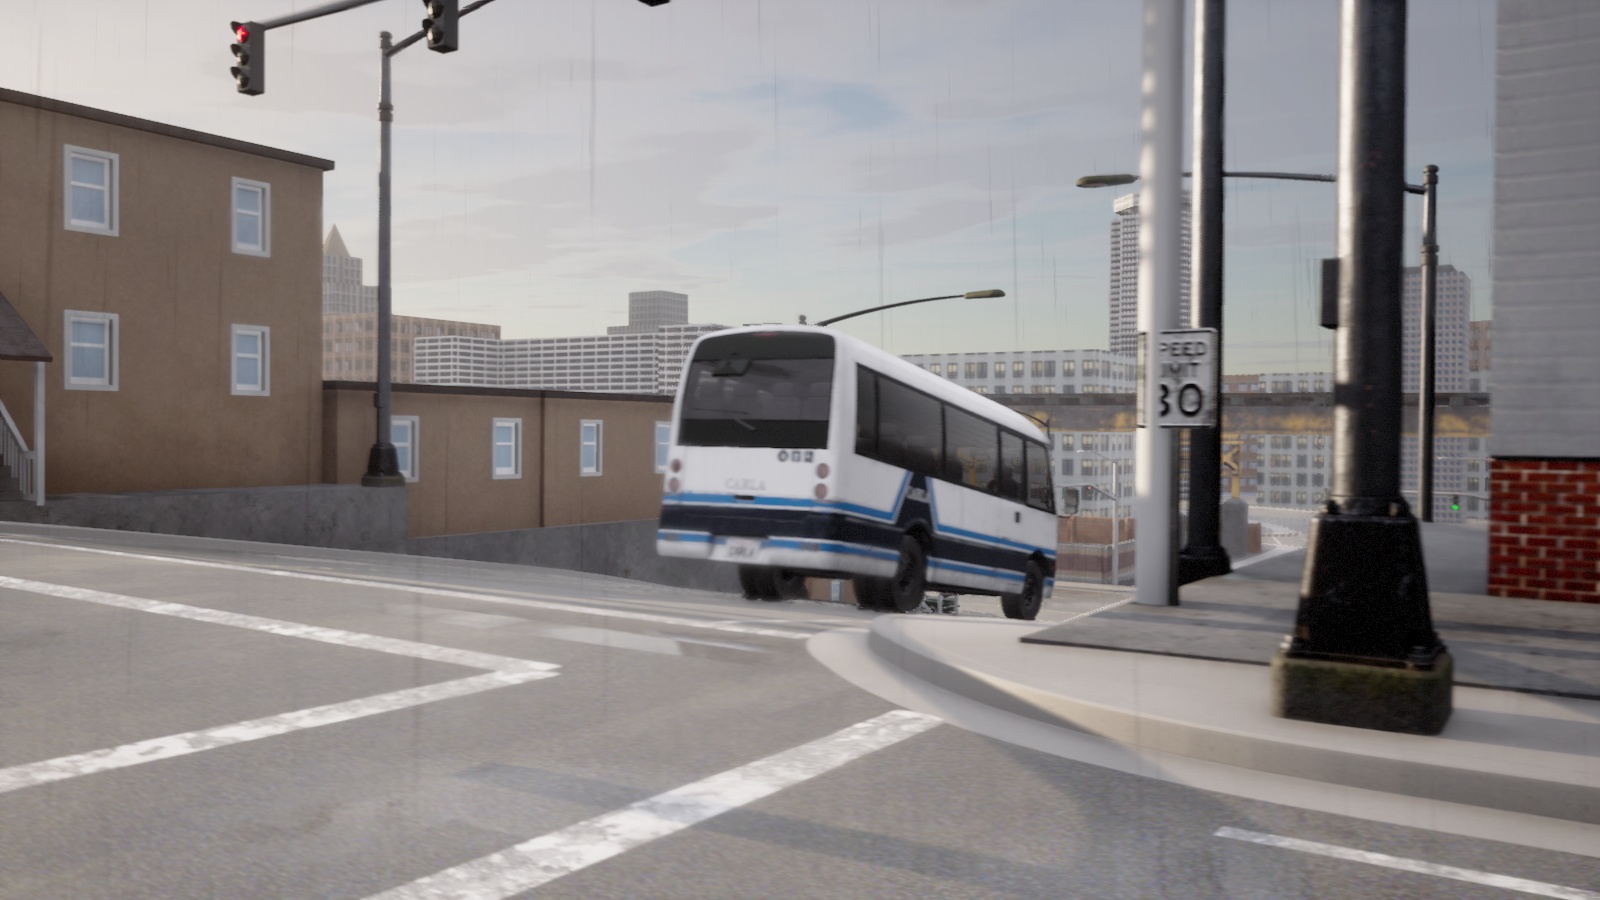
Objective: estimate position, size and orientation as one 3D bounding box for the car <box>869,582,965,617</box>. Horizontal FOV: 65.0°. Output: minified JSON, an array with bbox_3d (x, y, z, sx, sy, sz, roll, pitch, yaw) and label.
[{"bbox_3d":[6.162,7.870,66.284,4.718,1.301,1.895,0,1,34],"label":"car"}]

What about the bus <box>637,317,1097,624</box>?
[{"bbox_3d":[1.902,0.858,23.422,3.944,4.253,10.273,0,-8,31],"label":"bus"}]
